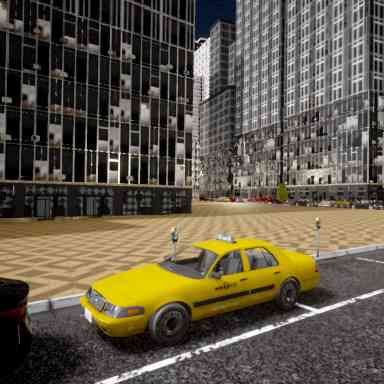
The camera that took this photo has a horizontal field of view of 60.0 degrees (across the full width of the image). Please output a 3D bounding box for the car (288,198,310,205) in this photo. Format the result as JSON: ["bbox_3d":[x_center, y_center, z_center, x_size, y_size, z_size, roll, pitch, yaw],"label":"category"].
[{"bbox_3d":[21.463,1.927,66.916,2.008,1.369,4.403,1,-1,-22],"label":"car"}]

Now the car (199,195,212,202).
[{"bbox_3d":[3.632,1.698,89.824,2.192,1.841,5.009,1,-1,-22],"label":"car"}]

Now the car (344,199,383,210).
[{"bbox_3d":[22.609,1.653,43.210,2.008,1.369,4.403,1,-1,-22],"label":"car"}]

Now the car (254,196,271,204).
[{"bbox_3d":[17.247,1.754,77.282,2.192,1.841,5.009,1,-1,-22],"label":"car"}]

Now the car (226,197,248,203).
[{"bbox_3d":[9.957,1.730,74.286,1.967,1.590,4.097,1,-1,-22],"label":"car"}]

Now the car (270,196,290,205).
[{"bbox_3d":[16.284,1.636,58.749,1.967,1.590,4.097,1,-1,-22],"label":"car"}]

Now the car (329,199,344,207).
[{"bbox_3d":[25.619,1.840,56.711,1.752,1.417,4.829,1,-1,-22],"label":"car"}]

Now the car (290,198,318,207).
[{"bbox_3d":[18.391,1.716,53.568,2.008,1.369,4.403,1,-1,-22],"label":"car"}]

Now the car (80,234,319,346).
[{"bbox_3d":[0.435,1.528,6.341,4.829,1.417,1.752,0,1,-35],"label":"car"}]

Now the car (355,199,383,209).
[{"bbox_3d":[27.793,1.833,51.372,2.008,1.369,4.403,1,-1,-22],"label":"car"}]

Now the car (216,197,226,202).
[{"bbox_3d":[7.911,1.845,79.306,1.752,1.417,4.829,1,-1,-22],"label":"car"}]

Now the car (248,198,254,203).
[{"bbox_3d":[15.133,2.052,82.460,1.802,1.307,4.206,1,-1,-22],"label":"car"}]

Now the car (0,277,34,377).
[{"bbox_3d":[-3.928,1.565,3.283,4.313,1.339,1.947,0,1,-36],"label":"car"}]
